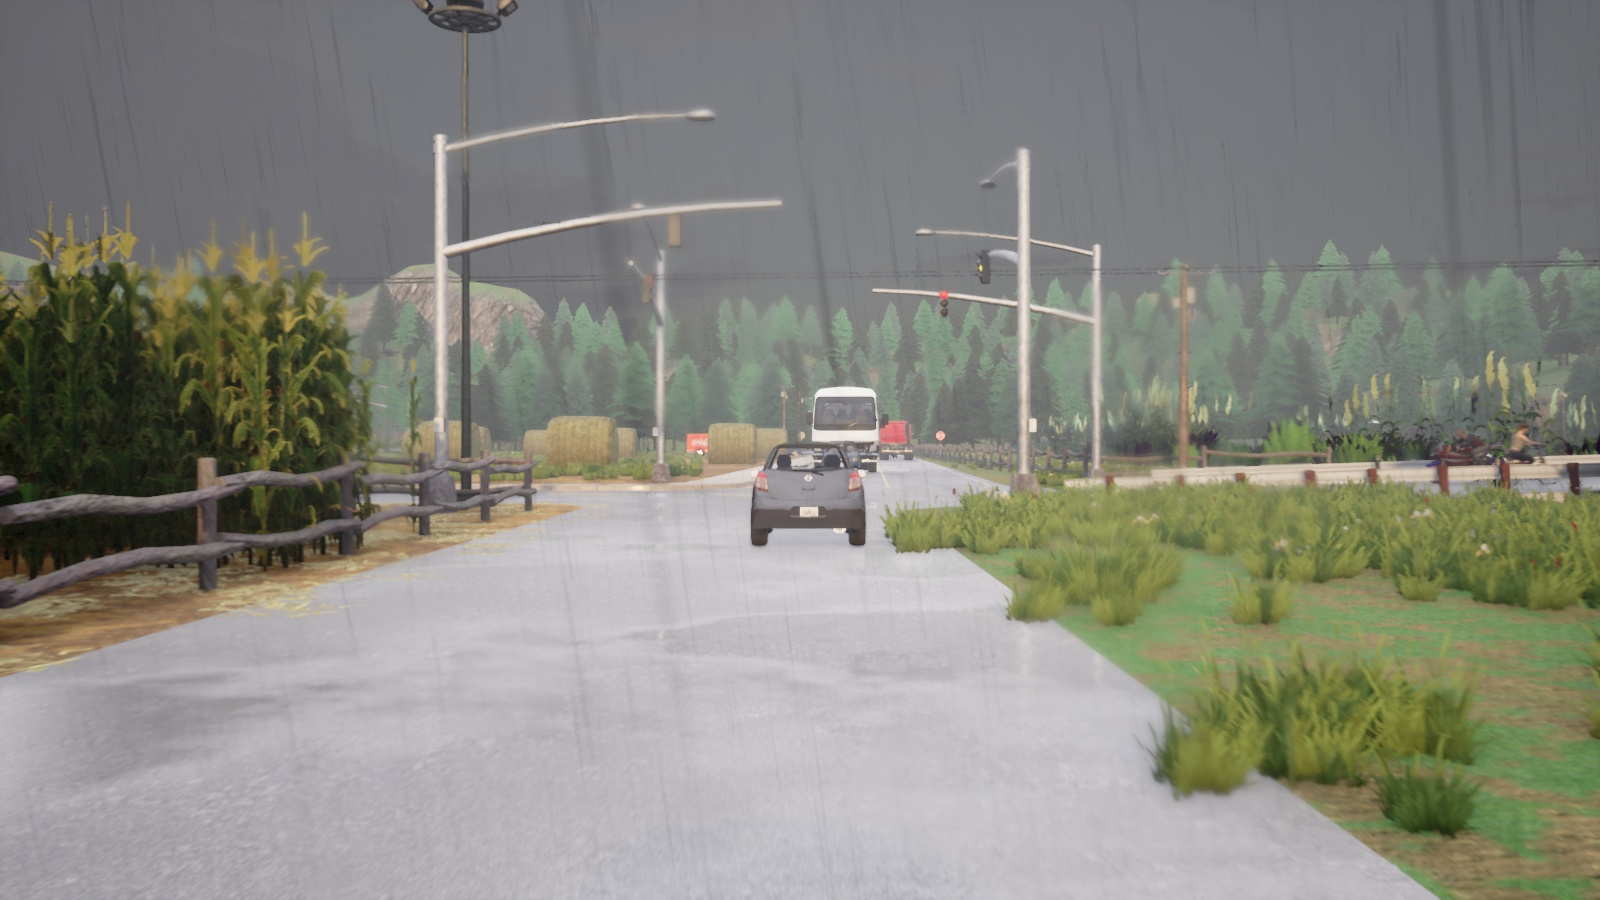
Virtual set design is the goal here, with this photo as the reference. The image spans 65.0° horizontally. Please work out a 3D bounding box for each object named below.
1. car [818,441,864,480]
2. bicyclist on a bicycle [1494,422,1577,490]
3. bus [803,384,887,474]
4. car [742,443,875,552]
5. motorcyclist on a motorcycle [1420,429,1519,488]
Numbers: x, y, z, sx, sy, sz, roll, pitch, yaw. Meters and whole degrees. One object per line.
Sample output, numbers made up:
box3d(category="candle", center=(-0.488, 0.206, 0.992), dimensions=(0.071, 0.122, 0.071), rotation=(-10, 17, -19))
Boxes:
box3d(category="car", center=(1.731, 0.398, 52.018), dimensions=(1.789, 1.549, 3.705), rotation=(0, 0, 3))
box3d(category="bicyclist on a bicycle", center=(18.425, 0.141, 31.500), dimensions=(1.509, 1.612, 0.866), rotation=(-3, 0, 6))
box3d(category="bus", center=(2.395, -1.025, 64.299), dimensions=(3.944, 4.253, 10.273), rotation=(0, 0, 3))
box3d(category="car", center=(0.124, 0.652, 19.204), dimensions=(1.845, 1.501, 3.633), rotation=(0, 0, 0))
box3d(category="motorcyclist on a motorcycle", center=(18.637, 0.228, 34.998), dimensions=(2.191, 1.530, 0.866), rotation=(-3, 0, 6))
